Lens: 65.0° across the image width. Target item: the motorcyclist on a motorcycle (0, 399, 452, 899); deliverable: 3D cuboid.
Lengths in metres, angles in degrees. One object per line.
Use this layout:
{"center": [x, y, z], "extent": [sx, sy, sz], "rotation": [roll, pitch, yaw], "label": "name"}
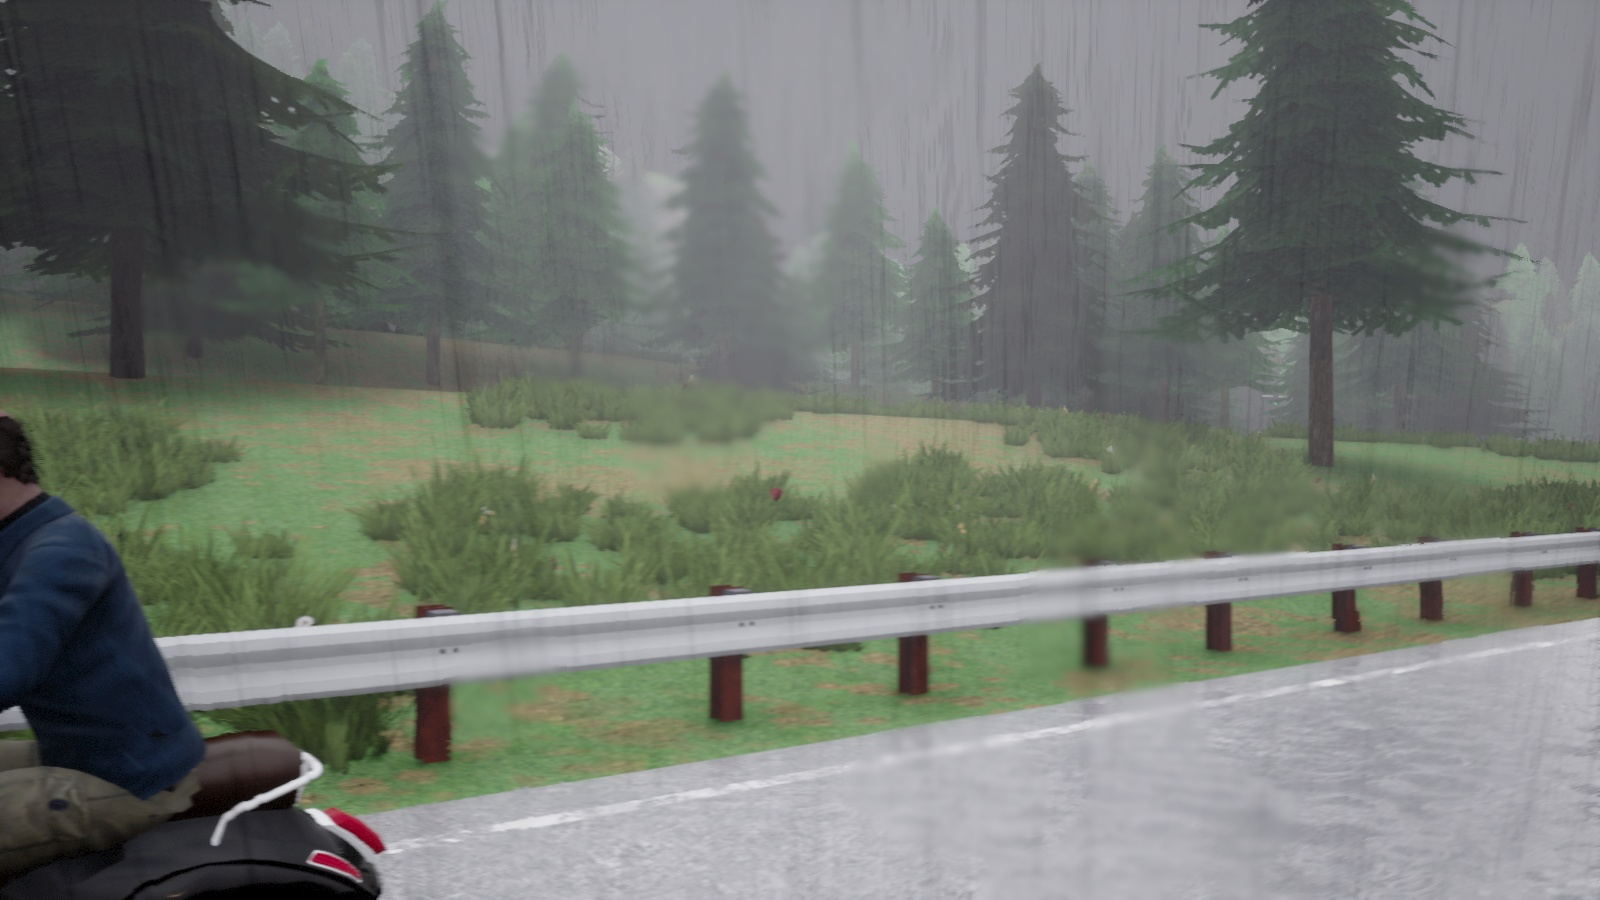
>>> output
{"center": [-1.721, 0.708, 2.461], "extent": [1.817, 1.590, 0.866], "rotation": [0, 0, -35], "label": "motorcyclist on a motorcycle"}
